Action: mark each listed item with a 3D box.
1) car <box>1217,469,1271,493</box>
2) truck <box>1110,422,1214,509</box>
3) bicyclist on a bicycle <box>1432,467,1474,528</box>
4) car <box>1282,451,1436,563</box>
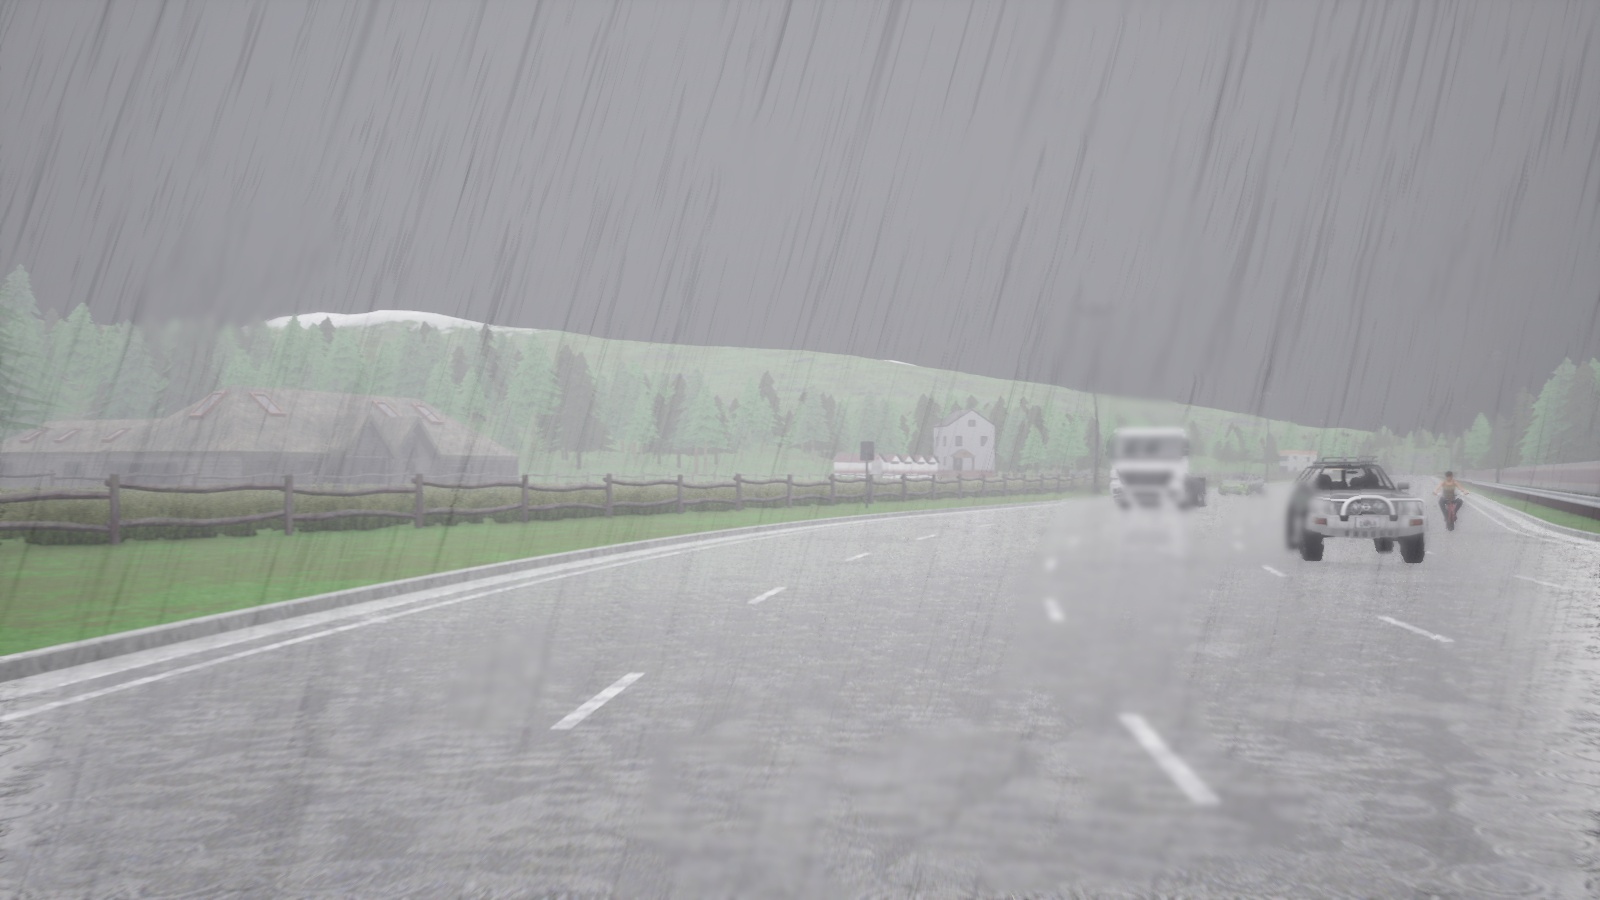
[{"bbox_3d":[29.248,2.043,82.610,2.007,1.525,4.514,-1,-1,38],"label":"car"},{"bbox_3d":[15.809,0.689,54.407,2.891,3.462,7.936,-1,-1,26],"label":"truck"},{"bbox_3d":[17.539,1.256,33.767,0.866,1.612,1.509,0,-1,23],"label":"bicyclist on a bicycle"},{"bbox_3d":[10.207,0.986,23.269,1.932,1.855,4.605,-1,-1,16],"label":"car"}]
